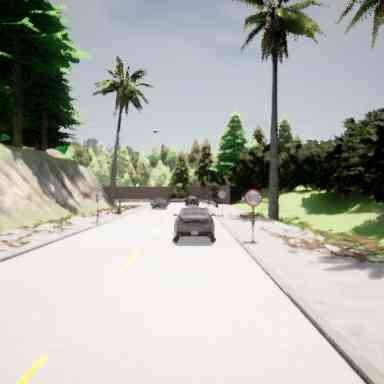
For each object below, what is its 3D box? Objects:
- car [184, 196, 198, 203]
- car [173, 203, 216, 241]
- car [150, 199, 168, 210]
[{"bbox_3d":[-0.165,1.377,52.301,1.882,1.535,5.008,1,0,-7],"label":"car"},{"bbox_3d":[0.111,1.472,16.340,1.837,1.490,4.892,0,0,0],"label":"car"},{"bbox_3d":[-3.975,1.529,40.942,1.895,1.301,4.718,0,0,0],"label":"car"}]
